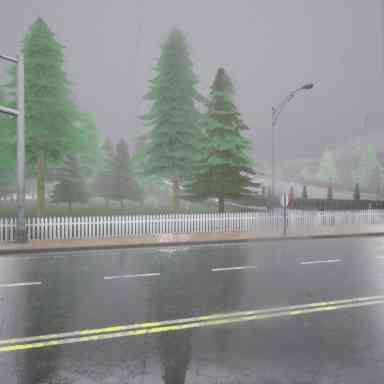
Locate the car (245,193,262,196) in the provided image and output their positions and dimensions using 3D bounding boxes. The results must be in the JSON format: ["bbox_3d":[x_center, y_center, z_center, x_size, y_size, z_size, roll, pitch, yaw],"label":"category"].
[{"bbox_3d":[10.750,0.222,60.328,2.033,1.411,5.357,0,6,-18],"label":"car"}]

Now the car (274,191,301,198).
[{"bbox_3d":[13.986,0.877,50.757,2.097,1.767,4.553,0,4,-19],"label":"car"}]

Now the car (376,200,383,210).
[{"bbox_3d":[20.231,1.502,32.705,1.837,1.490,4.892,0,0,-18],"label":"car"}]

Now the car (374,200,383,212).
[{"bbox_3d":[22.657,1.592,36.385,1.895,1.301,4.718,0,0,-19],"label":"car"}]

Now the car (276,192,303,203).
[{"bbox_3d":[16.093,0.863,55.413,1.895,1.301,4.718,0,4,-19],"label":"car"}]
